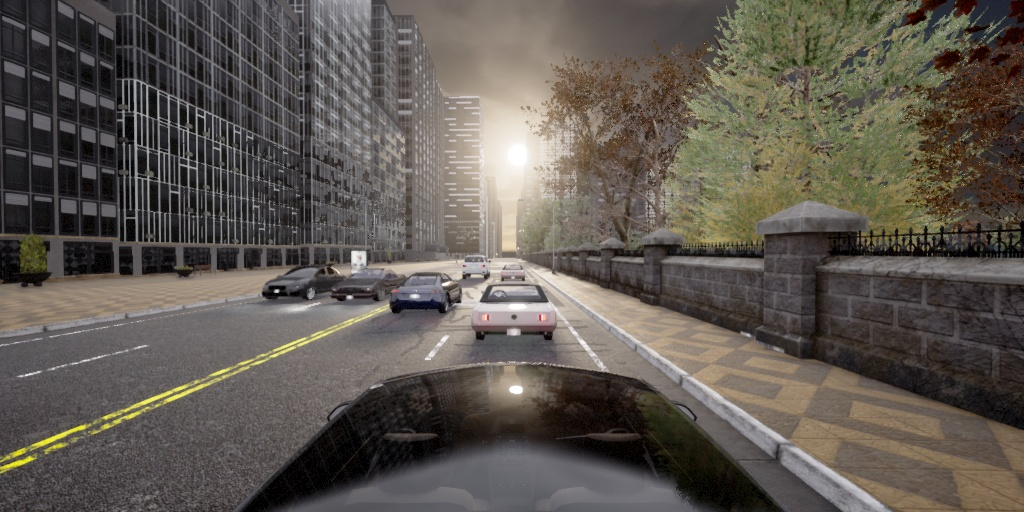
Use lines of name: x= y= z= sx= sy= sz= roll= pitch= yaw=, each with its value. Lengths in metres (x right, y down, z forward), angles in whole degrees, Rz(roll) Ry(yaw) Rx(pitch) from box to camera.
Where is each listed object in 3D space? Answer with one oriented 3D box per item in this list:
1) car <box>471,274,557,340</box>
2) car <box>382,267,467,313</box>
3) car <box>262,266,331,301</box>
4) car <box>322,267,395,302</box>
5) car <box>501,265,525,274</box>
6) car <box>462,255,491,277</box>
car: x=0.061 y=1.349 z=9.921 sx=1.895 sy=1.301 sz=4.718 roll=0 pitch=0 yaw=0
car: x=-3.164 y=1.311 z=13.918 sx=1.994 sy=1.385 sz=4.181 roll=0 pitch=0 yaw=2
car: x=-9.846 y=1.254 z=17.417 sx=1.837 sy=1.490 sz=4.892 roll=0 pitch=-1 yaw=0
car: x=-6.598 y=1.294 z=17.237 sx=2.033 sy=1.411 sz=5.357 roll=0 pitch=0 yaw=0
car: x=0.089 y=1.349 z=29.295 sx=1.895 sy=1.301 sz=4.718 roll=0 pitch=0 yaw=0
car: x=-3.147 y=0.971 z=32.203 sx=2.150 sy=2.045 sz=5.566 roll=0 pitch=0 yaw=0
